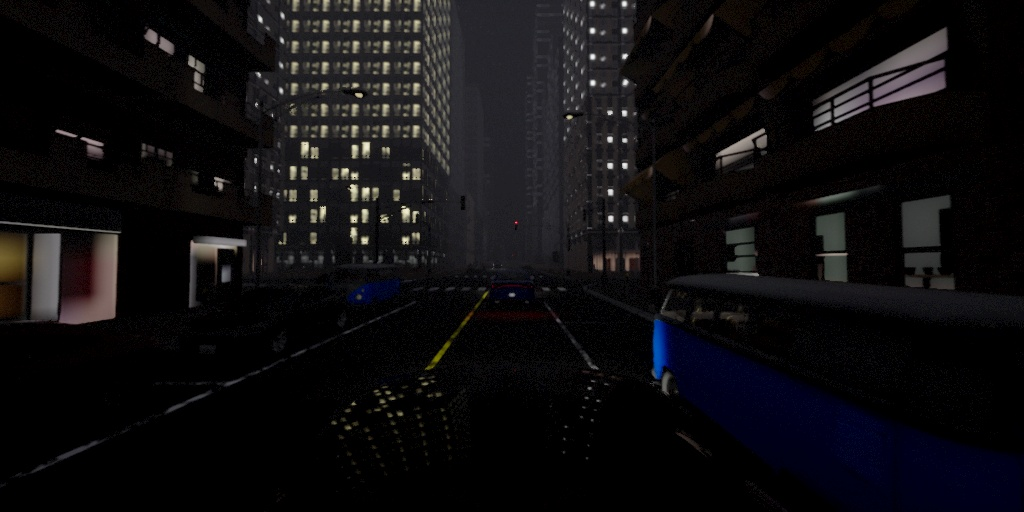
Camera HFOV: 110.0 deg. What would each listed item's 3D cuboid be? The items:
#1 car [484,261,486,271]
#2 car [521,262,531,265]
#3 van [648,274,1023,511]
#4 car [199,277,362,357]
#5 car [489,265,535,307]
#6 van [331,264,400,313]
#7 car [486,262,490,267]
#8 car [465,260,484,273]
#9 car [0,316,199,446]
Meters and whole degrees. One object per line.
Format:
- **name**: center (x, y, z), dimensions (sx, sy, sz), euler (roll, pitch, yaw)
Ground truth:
- **car**: center (-5.667, 1.870, 58.016), dimensions (1.802, 1.307, 4.207), euler (0, 0, 0)
- **car**: center (2.717, 1.924, 63.649), dimensions (1.802, 1.307, 4.207), euler (0, 0, 0)
- **van**: center (2.691, 1.106, 3.345), dimensions (1.690, 1.789, 3.998), euler (0, 0, 0)
- **car**: center (-5.655, 1.384, 8.835), dimensions (1.948, 1.339, 4.313), euler (0, 0, 0)
- **car**: center (0.009, 1.367, 16.341), dimensions (1.882, 1.535, 5.008), euler (0, 0, 0)
- **van**: center (-5.822, 1.212, 14.376), dimensions (1.690, 1.789, 3.998), euler (0, 0, 0)
- **car**: center (-5.664, 1.656, 63.590), dimensions (2.192, 1.841, 5.009), euler (0, 0, 0)
- **car**: center (-5.669, 1.674, 52.441), dimensions (1.967, 1.591, 4.097), euler (0, 0, 0)
- **car**: center (-5.657, 1.347, 3.296), dimensions (1.802, 1.307, 4.207), euler (0, 0, 0)
